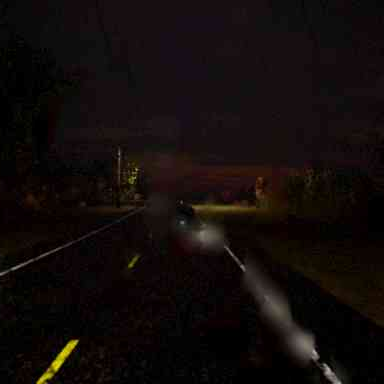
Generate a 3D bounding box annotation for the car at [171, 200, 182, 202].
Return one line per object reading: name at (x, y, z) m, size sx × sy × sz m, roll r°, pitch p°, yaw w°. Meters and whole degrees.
car at (-1.913, 1.791, 41.875) m, size 2.128 × 1.511 × 4.902 m, roll 0°, pitch 0°, yaw -4°

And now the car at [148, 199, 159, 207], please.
car at (-6.799, 1.988, 59.530) m, size 2.033 × 1.411 × 5.357 m, roll 0°, pitch 0°, yaw -4°

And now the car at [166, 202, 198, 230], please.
car at (-0.626, 1.669, 22.325) m, size 1.837 × 1.490 × 4.892 m, roll 0°, pitch 0°, yaw -3°
